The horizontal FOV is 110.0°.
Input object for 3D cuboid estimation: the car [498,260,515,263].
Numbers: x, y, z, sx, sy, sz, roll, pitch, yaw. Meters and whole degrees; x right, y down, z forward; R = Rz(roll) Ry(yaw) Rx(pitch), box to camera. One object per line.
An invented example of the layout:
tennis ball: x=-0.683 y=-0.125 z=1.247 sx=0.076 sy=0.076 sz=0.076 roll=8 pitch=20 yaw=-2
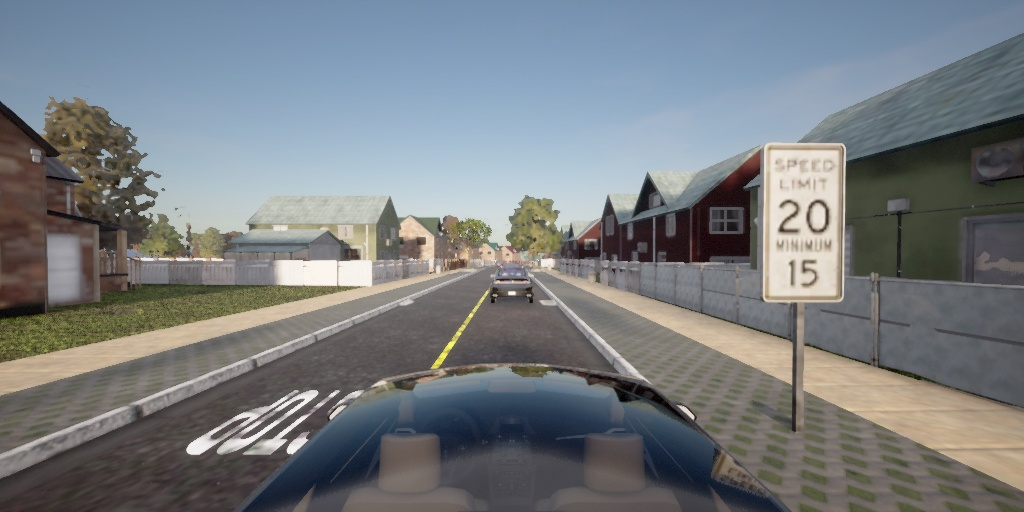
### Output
car: x=0.000 y=1.297 z=31.507 sx=1.882 sy=1.535 sz=5.008 roll=0 pitch=0 yaw=0

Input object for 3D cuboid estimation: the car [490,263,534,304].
car: x=0.000 y=1.259 z=16.504 sx=2.128 sy=1.511 sz=4.902 roll=0 pitch=0 yaw=0
